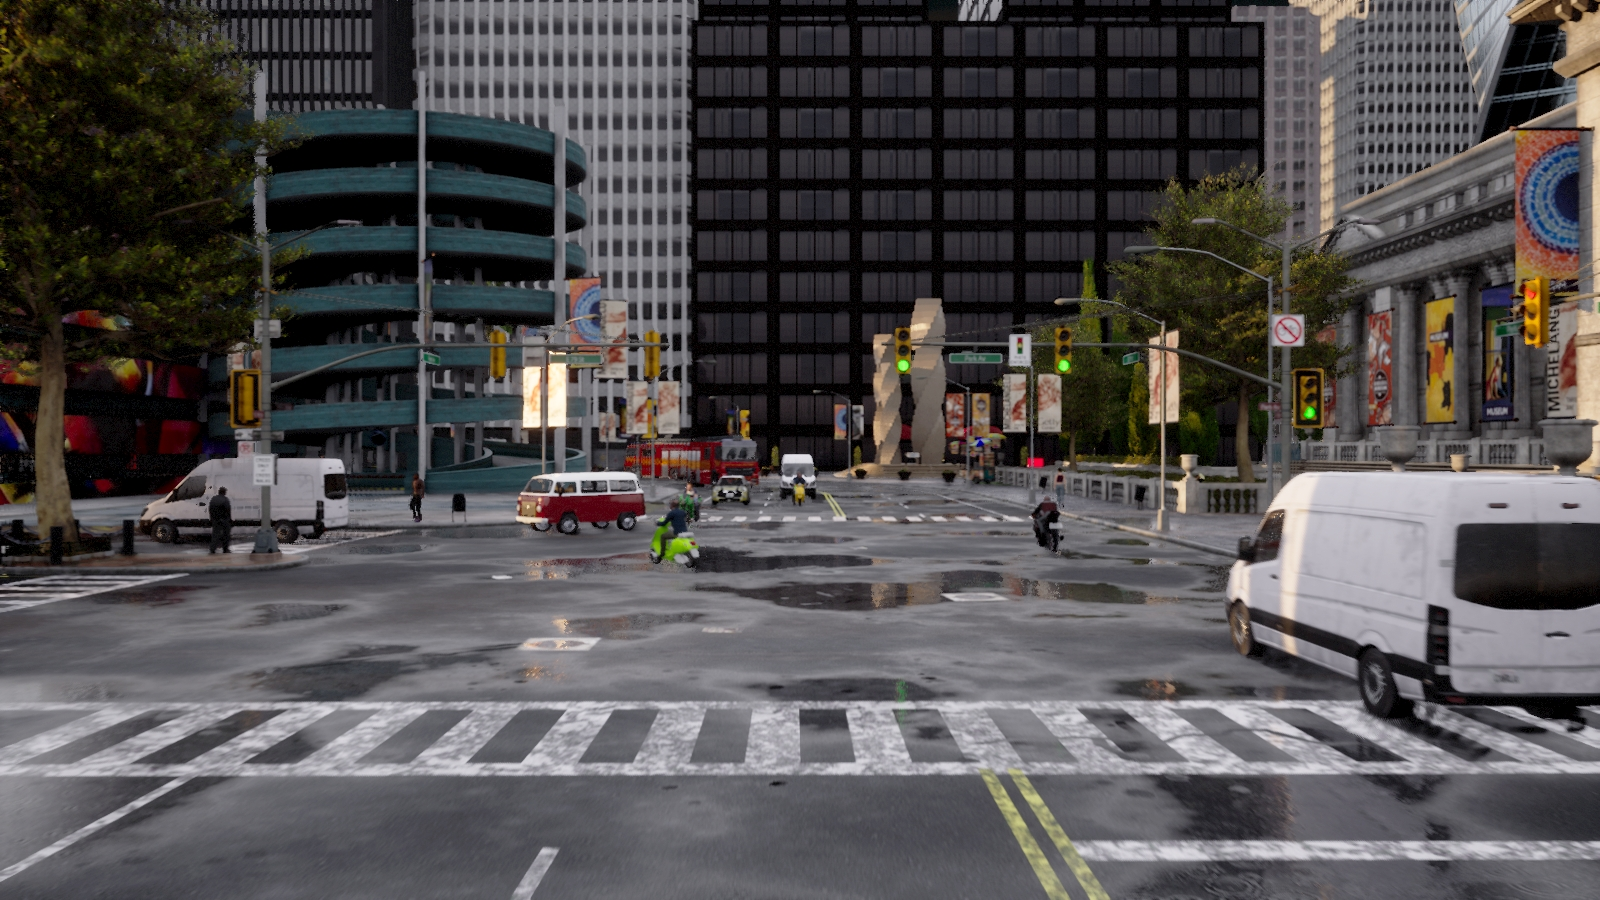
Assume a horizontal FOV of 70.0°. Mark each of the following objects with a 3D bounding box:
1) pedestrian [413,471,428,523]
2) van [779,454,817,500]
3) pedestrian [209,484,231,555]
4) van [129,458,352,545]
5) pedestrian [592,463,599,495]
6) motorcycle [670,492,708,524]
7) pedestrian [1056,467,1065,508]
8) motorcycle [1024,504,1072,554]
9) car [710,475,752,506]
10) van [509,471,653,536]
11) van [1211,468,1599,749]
[{"bbox_3d":[-13.806,1.703,41.538,0.375,1.860,0.375,0,0,29],"label":"pedestrian"},{"bbox_3d":[-0.162,1.542,67.375,1.988,2.561,5.915,0,0,-2],"label":"van"},{"bbox_3d":[-15.413,1.852,30.355,0.375,1.860,0.375,0,0,10],"label":"pedestrian"},{"bbox_3d":[-17.080,1.539,35.059,5.915,2.561,1.988,0,0,2],"label":"van"},{"bbox_3d":[-12.104,1.704,67.662,0.375,1.860,0.375,0,0,-9],"label":"pedestrian"},{"bbox_3d":[-4.256,2.218,44.132,0.803,1.145,2.033,0,0,15],"label":"motorcycle"},{"bbox_3d":[11.847,1.702,51.996,0.375,1.860,0.375,0,0,7],"label":"pedestrian"},{"bbox_3d":[6.994,2.209,32.306,0.867,1.251,2.209,0,0,0],"label":"motorcycle"},{"bbox_3d":[-3.549,2.071,59.423,1.970,1.475,3.806,0,0,0],"label":"car"},{"bbox_3d":[-7.468,1.790,39.304,2.069,2.038,4.480,0,0,44],"label":"van"},{"bbox_3d":[6.989,1.536,13.723,1.988,2.561,5.915,0,0,0],"label":"van"}]
